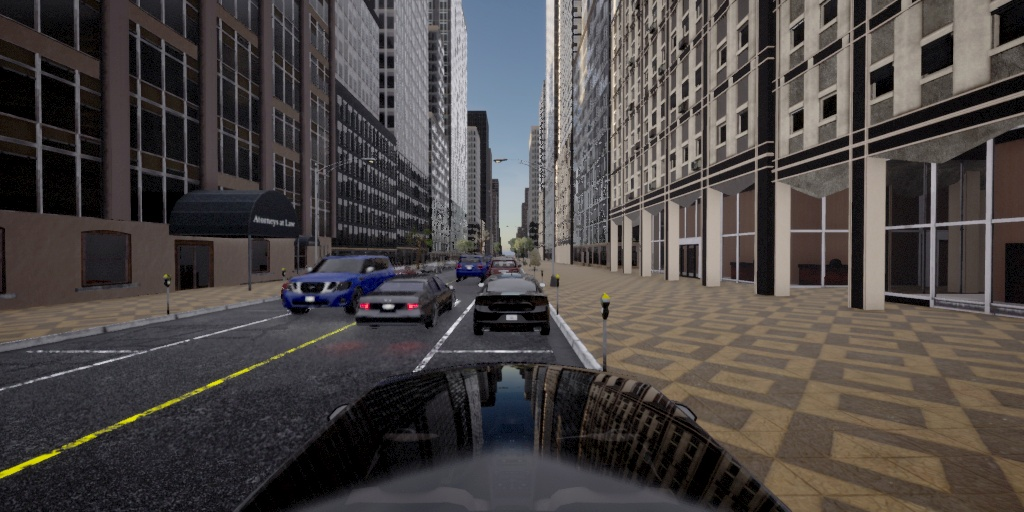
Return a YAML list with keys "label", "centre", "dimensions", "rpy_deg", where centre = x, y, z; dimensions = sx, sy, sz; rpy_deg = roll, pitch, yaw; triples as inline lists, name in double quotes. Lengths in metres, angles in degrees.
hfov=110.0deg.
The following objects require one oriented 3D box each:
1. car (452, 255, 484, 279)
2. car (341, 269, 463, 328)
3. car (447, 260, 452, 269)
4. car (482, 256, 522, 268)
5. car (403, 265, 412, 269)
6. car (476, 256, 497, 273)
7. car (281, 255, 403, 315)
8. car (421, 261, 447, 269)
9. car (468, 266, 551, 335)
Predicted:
- label: "car"
  centre: [-3.144, 0.967, 29.065]
  dimensions: [2.150, 2.045, 5.566]
  rpy_deg: [0, 0, 0]
- label: "car"
  centre: [-3.045, 1.296, 11.340]
  dimensions: [2.033, 1.411, 5.357]
  rpy_deg: [0, 0, 0]
- label: "car"
  centre: [-8.837, 1.291, 50.940]
  dimensions: [2.007, 1.370, 4.403]
  rpy_deg: [0, 0, 0]
- label: "car"
  centre: [-0.457, 1.061, 22.523]
  dimensions: [2.192, 1.841, 5.009]
  rpy_deg: [0, 0, 0]
- label: "car"
  centre: [-8.837, 1.327, 28.206]
  dimensions: [1.802, 1.307, 4.207]
  rpy_deg: [0, 0, 0]
- label: "car"
  centre: [-3.046, 0.964, 43.819]
  dimensions: [2.150, 2.045, 5.566]
  rpy_deg: [0, 0, 0]
- label: "car"
  centre: [-6.246, 0.969, 13.852]
  dimensions: [2.150, 2.045, 5.566]
  rpy_deg: [0, 0, 0]
- label: "car"
  centre: [-8.837, 1.294, 39.574]
  dimensions: [2.007, 1.370, 4.403]
  rpy_deg: [0, 0, 0]
- label: "car"
  centre: [-0.006, 1.226, 10.502]
  dimensions: [1.882, 1.535, 5.008]
  rpy_deg: [0, 0, 0]
